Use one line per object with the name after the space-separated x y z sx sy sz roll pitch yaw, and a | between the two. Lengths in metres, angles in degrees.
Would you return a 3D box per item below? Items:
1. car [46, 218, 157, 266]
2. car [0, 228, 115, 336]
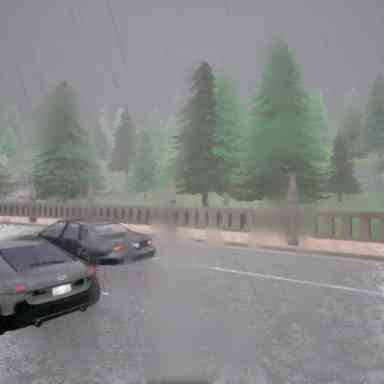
-3.641 1.570 10.873 5.357 1.411 2.033 0 0 36 | car
-3.776 1.582 6.661 4.181 1.385 1.994 0 0 36 | car
